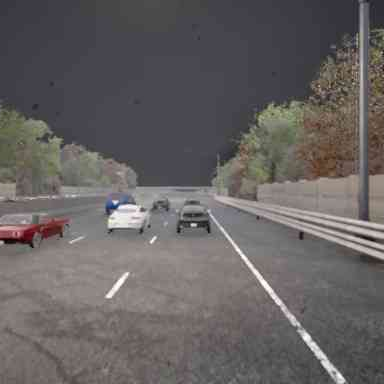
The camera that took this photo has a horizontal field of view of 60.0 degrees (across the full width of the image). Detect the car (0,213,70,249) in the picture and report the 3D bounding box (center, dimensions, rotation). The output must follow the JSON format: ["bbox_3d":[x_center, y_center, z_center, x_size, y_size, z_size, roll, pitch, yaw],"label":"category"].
[{"bbox_3d":[-6.908,1.535,14.232,1.895,1.301,4.718,0,0,0],"label":"car"}]

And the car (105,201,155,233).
[{"bbox_3d":[-3.426,1.440,18.721,1.812,1.442,4.674,0,0,0],"label":"car"}]

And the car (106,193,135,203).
[{"bbox_3d":[-6.927,1.086,32.764,2.150,2.045,5.566,0,0,0],"label":"car"}]

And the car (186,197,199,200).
[{"bbox_3d":[0.071,1.347,38.334,1.837,1.490,4.892,0,0,0],"label":"car"}]

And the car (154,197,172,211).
[{"bbox_3d":[-3.432,1.350,37.866,1.837,1.490,4.892,0,0,0],"label":"car"}]

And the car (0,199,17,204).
[{"bbox_3d":[-17.606,1.383,30.196,1.837,1.490,4.892,0,0,0],"label":"car"}]

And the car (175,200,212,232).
[{"bbox_3d":[0.086,1.415,19.303,1.837,1.490,4.892,0,0,0],"label":"car"}]
